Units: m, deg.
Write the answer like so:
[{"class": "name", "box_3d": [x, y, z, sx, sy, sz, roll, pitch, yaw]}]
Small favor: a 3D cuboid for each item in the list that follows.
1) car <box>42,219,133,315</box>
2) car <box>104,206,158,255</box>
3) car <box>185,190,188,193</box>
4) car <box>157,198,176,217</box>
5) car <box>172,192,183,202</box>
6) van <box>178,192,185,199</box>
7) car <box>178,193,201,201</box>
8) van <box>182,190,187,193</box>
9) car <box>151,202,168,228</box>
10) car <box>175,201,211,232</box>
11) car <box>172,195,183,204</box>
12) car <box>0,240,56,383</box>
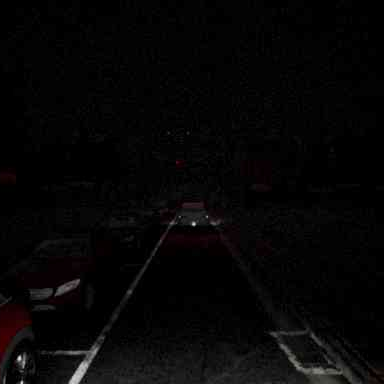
[{"class": "car", "box_3d": [-2.658, 1.544, 7.368, 1.802, 1.307, 4.206, -1, 1, 0]}, {"class": "car", "box_3d": [-2.664, 1.488, 12.819, 2.008, 1.369, 4.403, -2, 0, 0]}, {"class": "car", "box_3d": [-2.695, 0.989, 83.638, 2.192, 1.841, 5.009, -1, 0, 0]}, {"class": "car", "box_3d": [-2.670, 1.461, 29.163, 1.802, 1.307, 4.206, -2, 0, 0]}, {"class": "car", "box_3d": [-2.686, 1.265, 55.939, 1.967, 1.590, 4.097, -2, 0, 0]}, {"class": "van", "box_3d": [-2.694, 0.963, 89.175, 1.690, 1.788, 3.998, -1, 1, 0]}, {"class": "car", "box_3d": [0.088, 1.227, 30.520, 2.097, 1.767, 4.553, 0, 0, 0]}, {"class": "van", "box_3d": [-2.692, 1.061, 78.095, 1.690, 1.788, 3.998, -1, 0, 0]}, {"class": "car", "box_3d": [-2.666, 1.466, 18.268, 2.008, 1.369, 4.403, -2, 0, 0]}, {"class": "car", "box_3d": [0.091, 1.437, 19.443, 1.812, 1.442, 4.674, 0, 0, 0]}, {"class": "car", "box_3d": [-2.684, 1.338, 61.307, 1.752, 1.417, 4.829, -2, 0, 0]}, {"class": "car", "box_3d": [-2.662, 1.429, 1.924, 1.967, 1.590, 4.097, -2, 0, 0]}]
